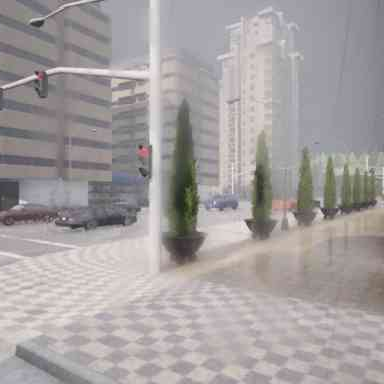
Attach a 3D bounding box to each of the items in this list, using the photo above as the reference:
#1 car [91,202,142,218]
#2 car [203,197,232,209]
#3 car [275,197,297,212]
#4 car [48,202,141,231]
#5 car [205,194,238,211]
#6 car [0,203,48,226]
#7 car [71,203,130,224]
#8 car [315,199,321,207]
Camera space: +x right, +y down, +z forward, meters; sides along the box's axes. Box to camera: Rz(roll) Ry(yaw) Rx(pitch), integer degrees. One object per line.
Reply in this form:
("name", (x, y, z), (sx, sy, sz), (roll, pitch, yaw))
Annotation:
("car", (-7.167, 1.656, 32.060), (1.895, 1.301, 4.718), (0, 0, 35))
("car", (3.720, 1.560, 47.781), (1.837, 1.490, 4.892), (0, 0, 35))
("car", (11.822, 1.407, 40.743), (2.097, 1.767, 4.553), (0, 0, 35))
("car", (-5.931, 1.603, 21.174), (2.033, 1.411, 5.357), (0, 0, 35))
("car", (3.806, 1.277, 41.774), (2.150, 2.045, 5.566), (0, 0, 35))
("car", (-12.318, 1.581, 24.559), (1.812, 1.442, 4.674), (0, 0, 35))
("car", (-7.047, 1.619, 26.072), (1.994, 1.385, 4.181), (0, 0, 35))
("car", (17.529, 1.533, 49.049), (1.882, 1.535, 5.008), (0, 0, 35))
